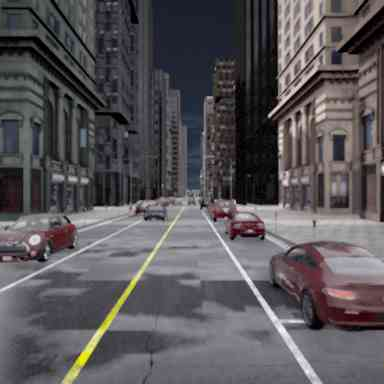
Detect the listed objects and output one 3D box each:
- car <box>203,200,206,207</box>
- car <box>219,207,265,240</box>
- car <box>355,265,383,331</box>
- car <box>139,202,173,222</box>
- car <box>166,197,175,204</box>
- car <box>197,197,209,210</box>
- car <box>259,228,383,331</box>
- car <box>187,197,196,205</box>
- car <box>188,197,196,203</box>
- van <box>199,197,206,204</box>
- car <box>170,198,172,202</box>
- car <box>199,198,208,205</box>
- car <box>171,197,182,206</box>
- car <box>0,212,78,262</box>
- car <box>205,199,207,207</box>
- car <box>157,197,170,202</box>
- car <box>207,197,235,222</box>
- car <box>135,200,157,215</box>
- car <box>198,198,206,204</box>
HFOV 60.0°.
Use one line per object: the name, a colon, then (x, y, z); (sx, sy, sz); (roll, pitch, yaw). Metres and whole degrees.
car: (2.730, 1.987, 40.400); (1.947, 1.339, 4.313); (0, -1, 0)
car: (2.747, 1.732, 17.995); (1.887, 1.381, 4.507); (0, -1, 0)
car: (2.759, 1.541, 1.361); (1.752, 1.417, 4.829); (0, -1, 0)
car: (-3.121, 1.857, 29.759); (2.033, 1.411, 5.357); (0, -1, 0)
car: (-5.834, 2.267, 90.808); (2.192, 1.841, 5.009); (0, -1, 0)
car: (2.355, 1.779, 52.834); (2.150, 2.045, 5.566); (0, -1, 0)
car: (2.756, 1.653, 6.792); (1.802, 1.307, 4.206); (0, -1, 0)
car: (-0.053, 2.211, 72.244); (1.895, 1.301, 4.718); (0, -1, 0)
car: (-0.066, 2.101, 88.904); (2.097, 1.767, 4.553); (0, -1, 0)
van: (2.696, 2.233, 85.215); (1.690, 1.788, 3.998); (0, -1, 0)
car: (-5.816, 2.281, 68.398); (1.947, 1.339, 4.313); (0, -1, 0)
car: (2.700, 2.273, 79.612); (1.967, 1.590, 4.097); (0, -1, 0)
car: (-3.052, 2.261, 70.455); (1.994, 1.385, 4.181); (0, -1, 0)
car: (-5.775, 1.570, 12.381); (1.967, 1.590, 4.097); (0, -1, 0)
car: (2.734, 1.802, 34.800); (1.967, 1.590, 4.097); (0, -1, 0)
car: (-5.813, 1.971, 62.799); (2.192, 1.841, 5.009); (0, -1, 0)
car: (2.738, 1.619, 29.200); (2.192, 1.841, 5.009); (0, -1, 0)
car: (-5.795, 1.966, 40.389); (1.887, 1.381, 4.507); (0, -1, 0)
car: (2.692, 2.391, 90.814); (1.967, 1.590, 4.097); (0, -1, 0)
